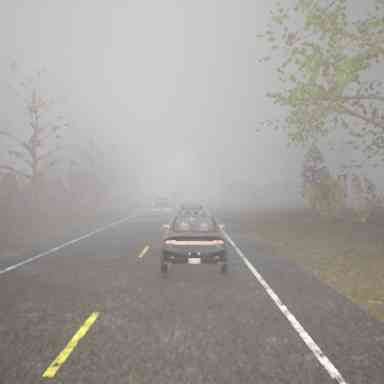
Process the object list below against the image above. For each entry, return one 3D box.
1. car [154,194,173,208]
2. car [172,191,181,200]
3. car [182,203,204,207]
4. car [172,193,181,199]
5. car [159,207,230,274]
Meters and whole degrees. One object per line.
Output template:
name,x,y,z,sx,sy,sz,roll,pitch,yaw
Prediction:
car,-3.863,1.326,43.433,1.837,1.490,4.892,0,1,-2
car,-3.689,0.687,76.355,2.150,2.045,5.566,0,0,-2
car,0.012,1.504,25.834,1.895,1.301,4.718,0,0,0
car,-3.837,0.972,83.619,1.882,1.535,5.008,0,0,0
car,0.064,1.450,10.438,2.128,1.511,4.902,0,0,0
